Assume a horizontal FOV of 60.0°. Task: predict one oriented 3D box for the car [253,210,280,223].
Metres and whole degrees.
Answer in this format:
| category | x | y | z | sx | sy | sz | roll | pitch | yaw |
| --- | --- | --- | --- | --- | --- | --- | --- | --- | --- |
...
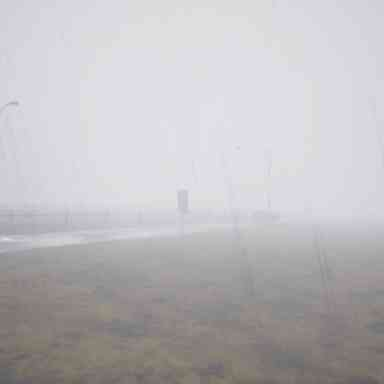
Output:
| category | x | y | z | sx | sy | sz | roll | pitch | yaw |
| --- | --- | --- | --- | --- | --- | --- | --- | --- | --- |
| car | 8.897 | 2.875 | 39.506 | 2.128 | 1.511 | 4.902 | -1 | -3 | 36 |
